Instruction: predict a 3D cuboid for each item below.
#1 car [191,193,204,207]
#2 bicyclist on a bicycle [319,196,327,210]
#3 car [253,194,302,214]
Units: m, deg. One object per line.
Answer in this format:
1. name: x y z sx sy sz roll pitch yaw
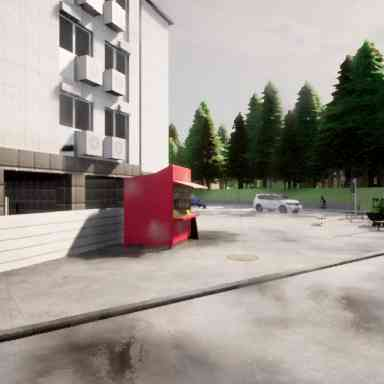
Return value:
1. car: -0.556 1.212 49.298 2.150 2.045 5.566 0 1 -35
2. bicyclist on a bicycle: 15.947 1.349 40.536 1.656 1.620 0.582 0 0 -35
3. car: 9.058 1.222 35.744 2.150 2.045 5.566 0 0 -35
